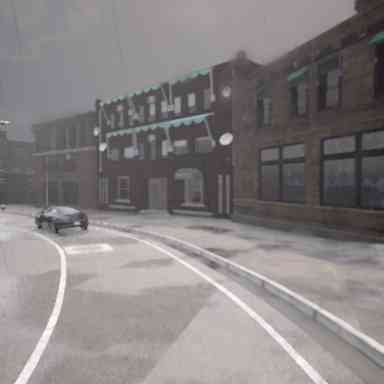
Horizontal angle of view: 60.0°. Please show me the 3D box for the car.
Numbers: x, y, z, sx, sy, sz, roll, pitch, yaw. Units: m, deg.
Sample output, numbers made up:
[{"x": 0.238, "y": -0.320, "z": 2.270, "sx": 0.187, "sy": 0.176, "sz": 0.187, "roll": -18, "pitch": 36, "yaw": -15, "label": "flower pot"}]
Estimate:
[{"x": -7.627, "y": 1.504, "z": 19.444, "sx": 1.812, "sy": 1.442, "sz": 4.674, "roll": -1, "pitch": 1, "yaw": -41, "label": "car"}]
